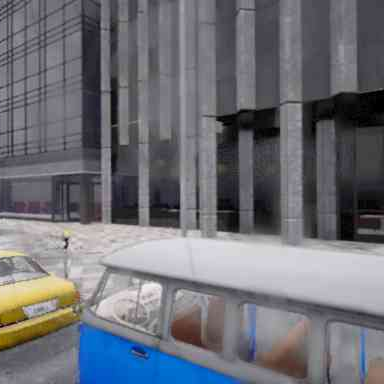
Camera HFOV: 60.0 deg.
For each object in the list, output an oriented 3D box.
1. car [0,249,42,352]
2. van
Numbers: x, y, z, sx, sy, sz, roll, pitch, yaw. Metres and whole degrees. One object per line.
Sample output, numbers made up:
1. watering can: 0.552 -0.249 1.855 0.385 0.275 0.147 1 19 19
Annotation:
1. car: -3.940 1.570 5.887 4.829 1.417 1.752 0 0 35
2. van: 0.793 1.346 2.516 3.998 1.788 1.690 0 0 35
